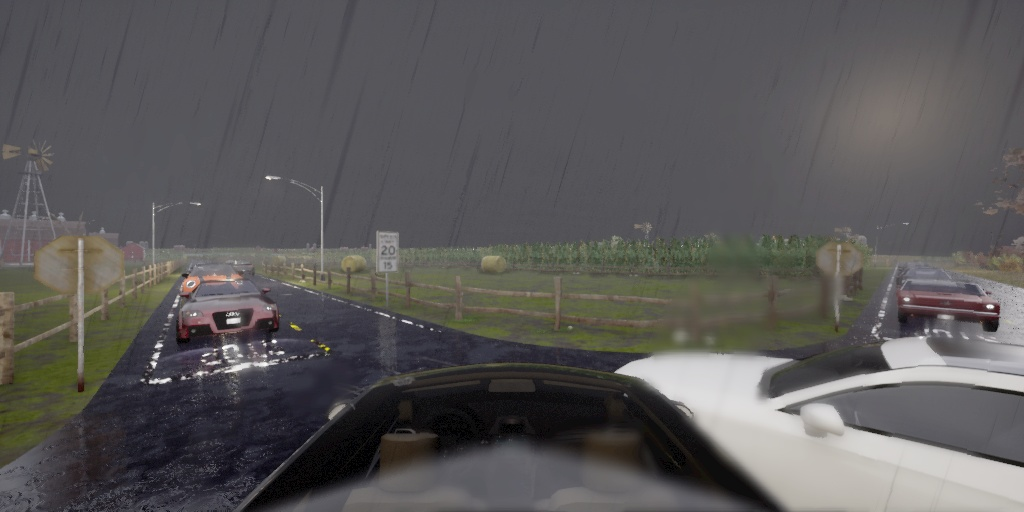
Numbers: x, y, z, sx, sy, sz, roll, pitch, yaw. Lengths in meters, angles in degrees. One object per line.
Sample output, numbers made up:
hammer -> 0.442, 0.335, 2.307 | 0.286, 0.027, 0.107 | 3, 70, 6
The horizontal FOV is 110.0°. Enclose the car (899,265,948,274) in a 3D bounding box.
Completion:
car -> 20.659, 1.353, 17.880 | 5.357, 1.411, 2.033 | 0, 1, -43

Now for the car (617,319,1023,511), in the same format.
car -> 2.846, 1.293, 2.320 | 1.812, 1.442, 4.674 | 0, 1, -44

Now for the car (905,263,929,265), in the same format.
car -> 27.437, 1.387, 24.110 | 4.181, 1.385, 1.994 | 0, 1, -43

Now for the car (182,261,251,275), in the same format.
car -> -13.658, 1.134, 16.451 | 2.097, 1.767, 4.553 | 0, 0, -42

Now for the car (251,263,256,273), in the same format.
car -> -26.852, 1.269, 35.729 | 2.128, 1.511, 4.902 | 0, 0, -41

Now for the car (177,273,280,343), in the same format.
car -> -7.906, 1.352, 9.946 | 1.994, 1.385, 4.181 | 0, 0, -42

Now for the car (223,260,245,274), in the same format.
car -> -33.546, 1.287, 43.211 | 1.837, 1.490, 4.892 | 0, 0, -41

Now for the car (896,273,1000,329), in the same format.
car -> 13.558, 1.392, 11.342 | 4.718, 1.301, 1.895 | 0, 1, -43
